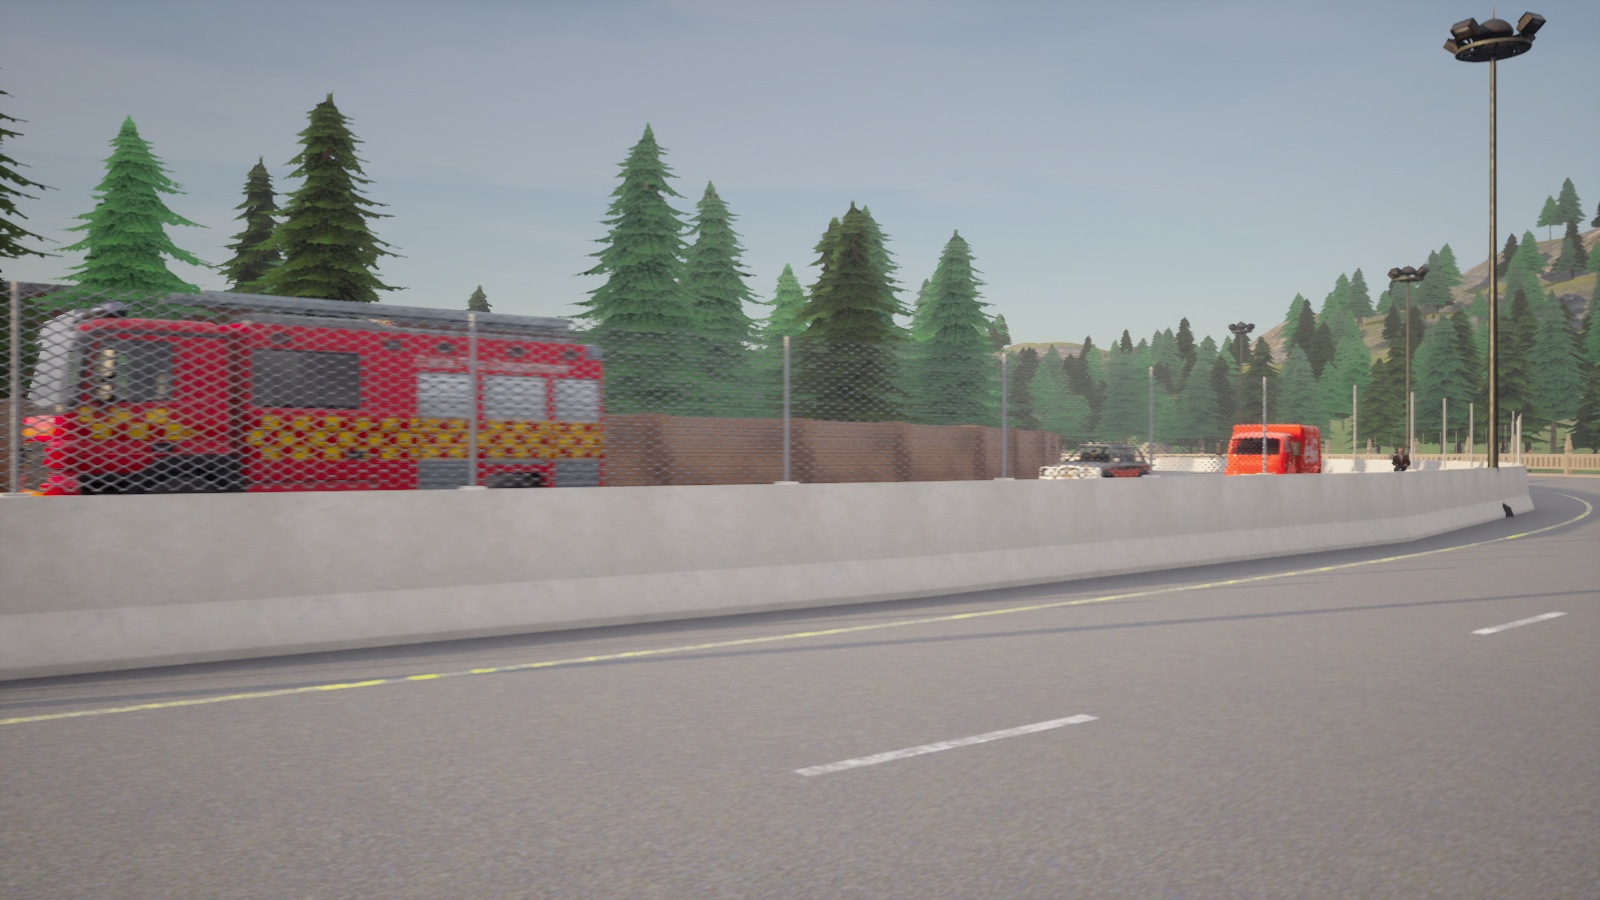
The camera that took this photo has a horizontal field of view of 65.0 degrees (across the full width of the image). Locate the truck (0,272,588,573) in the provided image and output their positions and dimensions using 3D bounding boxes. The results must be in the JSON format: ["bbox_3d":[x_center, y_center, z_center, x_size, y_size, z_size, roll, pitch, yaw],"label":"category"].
[{"bbox_3d":[-7.782,-0.344,19.761,8.468,3.827,2.891,0,0,-40],"label":"truck"}]

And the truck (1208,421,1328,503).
[{"bbox_3d":[15.159,0.333,40.502,2.627,2.467,5.204,0,0,32],"label":"truck"}]

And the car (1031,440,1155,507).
[{"bbox_3d":[8.744,0.646,37.174,1.932,1.855,4.605,0,0,36],"label":"car"}]
